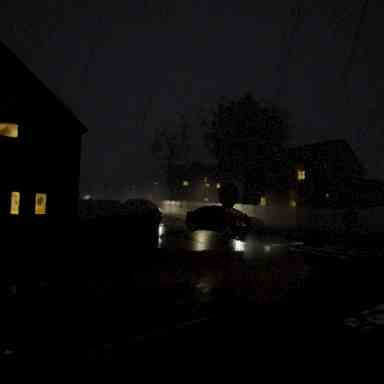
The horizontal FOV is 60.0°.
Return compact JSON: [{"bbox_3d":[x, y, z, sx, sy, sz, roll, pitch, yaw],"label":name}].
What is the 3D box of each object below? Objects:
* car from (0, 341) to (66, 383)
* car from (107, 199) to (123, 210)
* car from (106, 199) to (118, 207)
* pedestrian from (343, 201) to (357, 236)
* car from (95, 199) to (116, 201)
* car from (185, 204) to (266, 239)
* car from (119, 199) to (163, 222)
[{"bbox_3d":[-2.771,1.525,1.106,4.674,1.442,1.812,0,0,-35],"label":"car"},{"bbox_3d":[-11.828,1.908,50.991,1.994,1.385,4.181,3,-1,-18],"label":"car"},{"bbox_3d":[-14.487,1.990,60.652,1.994,1.385,4.181,3,-1,-13],"label":"car"},{"bbox_3d":[8.249,1.373,17.495,0.375,1.860,0.375,4,-2,-36],"label":"pedestrian"},{"bbox_3d":[-8.488,1.546,34.481,1.837,1.490,4.892,3,-2,-25],"label":"car"},{"bbox_3d":[1.576,1.414,16.976,1.882,1.535,5.008,4,-2,-33],"label":"car"},{"bbox_3d":[-3.925,1.322,25.794,2.097,1.767,4.553,3,-2,-29],"label":"car"}]
